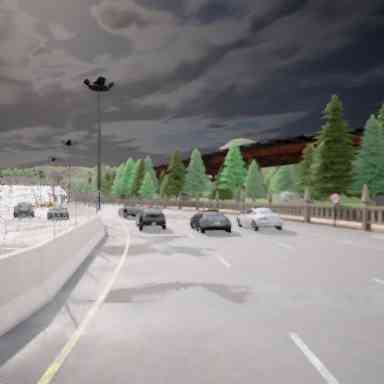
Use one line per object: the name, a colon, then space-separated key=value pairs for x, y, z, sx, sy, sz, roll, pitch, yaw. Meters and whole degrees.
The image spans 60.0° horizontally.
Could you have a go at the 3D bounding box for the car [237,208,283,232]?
car: x=4.508 y=1.797 z=22.509 sx=1.812 sy=1.442 sz=4.674 roll=0 pitch=-1 yaw=-12

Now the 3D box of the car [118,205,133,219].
car: x=-6.757 y=2.079 z=36.088 sx=2.033 sy=1.411 sz=5.357 roll=0 pitch=-1 yaw=-21

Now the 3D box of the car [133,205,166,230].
car: x=-3.012 y=1.847 z=23.936 sx=1.837 sy=1.490 sz=4.892 roll=0 pitch=-1 yaw=-13

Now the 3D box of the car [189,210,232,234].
car: x=1.107 y=1.848 z=21.655 sx=1.994 sy=1.385 sz=4.181 roll=0 pitch=-1 yaw=-12
